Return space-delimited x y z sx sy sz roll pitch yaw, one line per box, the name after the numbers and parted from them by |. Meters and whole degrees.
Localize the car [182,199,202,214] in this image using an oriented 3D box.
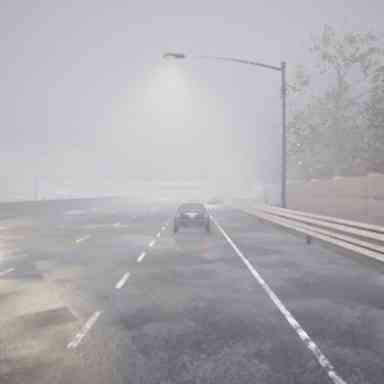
0.067 1.570 37.231 2.033 1.411 5.357 0 0 2 | car

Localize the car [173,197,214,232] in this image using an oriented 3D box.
-0.005 1.362 20.508 2.097 1.767 4.553 0 0 0 | car

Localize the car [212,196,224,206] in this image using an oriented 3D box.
4.584 1.682 62.685 2.097 1.767 4.553 0 -1 18 | car
